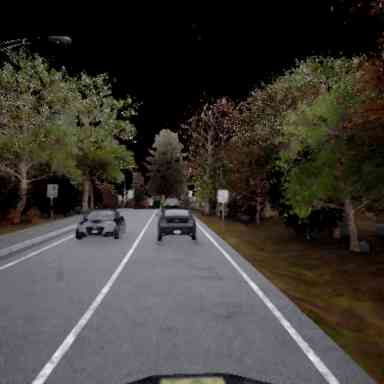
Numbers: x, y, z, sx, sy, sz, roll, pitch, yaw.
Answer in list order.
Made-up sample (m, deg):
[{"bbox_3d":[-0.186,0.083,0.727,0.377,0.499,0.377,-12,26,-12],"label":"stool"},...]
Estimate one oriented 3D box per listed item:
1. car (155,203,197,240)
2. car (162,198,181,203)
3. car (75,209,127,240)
[{"bbox_3d":[-0.811,1.534,17.235,1.837,1.490,4.892,0,0,-4],"label":"car"},{"bbox_3d":[-2.271,1.410,37.559,2.097,1.767,4.553,0,0,-4],"label":"car"},{"bbox_3d":[-4.474,1.583,16.878,1.994,1.385,4.181,0,0,-4],"label":"car"}]
